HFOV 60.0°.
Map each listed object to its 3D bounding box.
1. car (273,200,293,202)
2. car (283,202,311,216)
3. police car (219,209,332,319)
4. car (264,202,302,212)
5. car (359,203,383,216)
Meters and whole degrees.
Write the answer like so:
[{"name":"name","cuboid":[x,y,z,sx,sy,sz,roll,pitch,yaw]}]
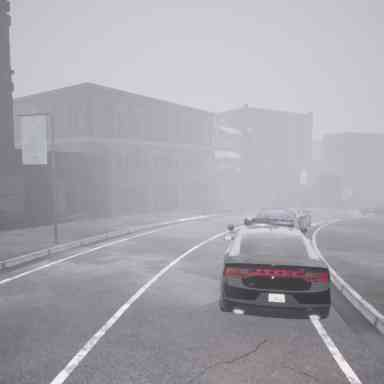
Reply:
[{"name":"car","cuboid":[8.723,1.503,32.383,2.128,1.511,4.902,4,2,40]},{"name":"car","cuboid":[6.619,1.612,21.847,1.812,1.442,4.674,2,1,28]},{"name":"police car","cuboid":[1.745,1.433,7.663,1.930,1.638,5.238,1,0,10]},{"name":"car","cuboid":[4.259,1.520,16.678,1.882,1.535,5.008,2,0,21]},{"name":"car","cuboid":[22.481,2.105,40.376,5.357,1.411,2.033,2,3,-32]}]
